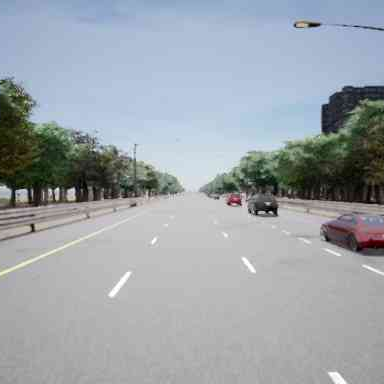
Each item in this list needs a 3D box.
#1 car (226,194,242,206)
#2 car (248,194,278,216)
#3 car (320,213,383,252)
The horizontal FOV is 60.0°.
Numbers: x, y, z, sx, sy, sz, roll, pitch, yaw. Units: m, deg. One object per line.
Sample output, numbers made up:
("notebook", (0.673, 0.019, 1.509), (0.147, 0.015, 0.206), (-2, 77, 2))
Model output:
("car", (7.050, 1.286, 56.317), (2.150, 2.045, 5.566), (0, 0, 0))
("car", (7.003, 1.237, 33.248), (2.150, 2.045, 5.566), (0, 0, 0))
("car", (7.000, 1.570, 13.912), (1.994, 1.385, 4.181), (0, 0, 0))
